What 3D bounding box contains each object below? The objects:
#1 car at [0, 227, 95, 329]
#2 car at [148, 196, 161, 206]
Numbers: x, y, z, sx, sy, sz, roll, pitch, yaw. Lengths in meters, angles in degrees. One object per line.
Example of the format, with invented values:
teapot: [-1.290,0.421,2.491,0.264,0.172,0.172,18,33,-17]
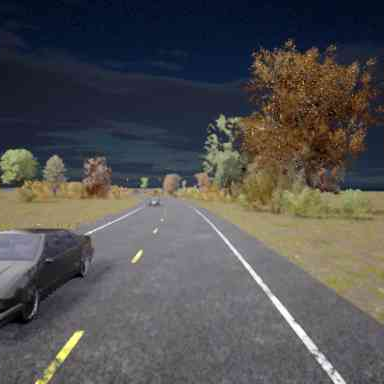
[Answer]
car: [-3.669,1.529,7.340,2.033,1.411,5.357,0,0,-1]
car: [-5.696,1.379,50.547,2.128,1.511,4.902,0,0,-4]
